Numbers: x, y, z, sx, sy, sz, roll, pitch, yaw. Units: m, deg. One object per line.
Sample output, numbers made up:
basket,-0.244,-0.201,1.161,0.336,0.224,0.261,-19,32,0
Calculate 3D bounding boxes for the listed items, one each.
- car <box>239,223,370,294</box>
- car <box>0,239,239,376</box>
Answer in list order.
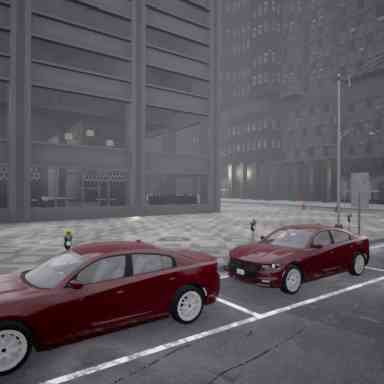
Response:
car,2.914,1.545,8.772,4.507,1.381,1.887,0,0,-36
car,-1.573,1.545,5.548,4.507,1.381,1.887,0,0,-36
